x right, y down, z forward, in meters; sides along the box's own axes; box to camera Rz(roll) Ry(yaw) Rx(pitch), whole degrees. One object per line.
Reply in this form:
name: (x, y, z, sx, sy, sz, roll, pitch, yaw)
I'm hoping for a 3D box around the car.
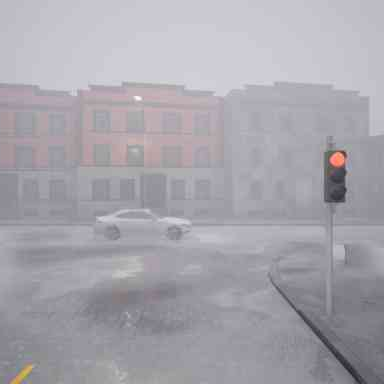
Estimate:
car: (-2.360, 1.525, 16.060, 4.674, 1.442, 1.812, 0, 0, 0)
